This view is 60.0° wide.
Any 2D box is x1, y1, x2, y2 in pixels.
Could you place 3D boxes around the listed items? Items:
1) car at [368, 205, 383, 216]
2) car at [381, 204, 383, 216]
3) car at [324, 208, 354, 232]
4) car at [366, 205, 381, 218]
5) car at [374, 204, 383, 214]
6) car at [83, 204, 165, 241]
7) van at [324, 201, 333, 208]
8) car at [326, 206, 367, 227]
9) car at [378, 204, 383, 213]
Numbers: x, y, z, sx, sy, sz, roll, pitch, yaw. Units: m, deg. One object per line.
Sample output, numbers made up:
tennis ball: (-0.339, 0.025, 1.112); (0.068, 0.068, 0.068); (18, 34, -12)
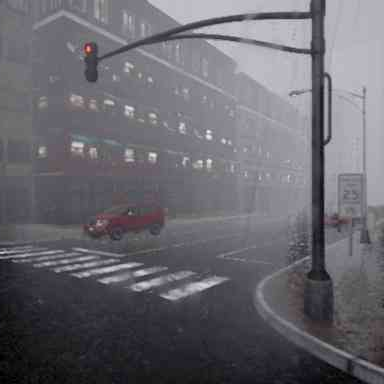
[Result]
car: (26.070, 2.539, 46.551); (1.947, 1.339, 4.313); (-1, -2, 35)
car: (22.911, 2.397, 42.033); (1.752, 1.417, 4.829); (-1, -2, 35)
car: (9.789, 2.035, 23.257); (1.802, 1.307, 4.206); (-1, -2, 35)
car: (19.556, 2.205, 37.236); (1.967, 1.590, 4.097); (-1, -2, 35)
car: (29.423, 2.606, 51.350); (1.752, 1.417, 4.829); (-1, -2, 35)
car: (-3.600, 1.576, 18.678); (2.192, 1.841, 5.009); (-1, -2, 35)
van: (22.449, 2.432, 55.947); (1.690, 1.788, 3.998); (-1, -2, 35)
car: (13.046, 2.108, 27.917); (2.008, 1.369, 4.403); (-1, -2, 35)
car: (32.581, 2.727, 55.869); (1.887, 1.381, 4.507); (-1, -2, 35)
